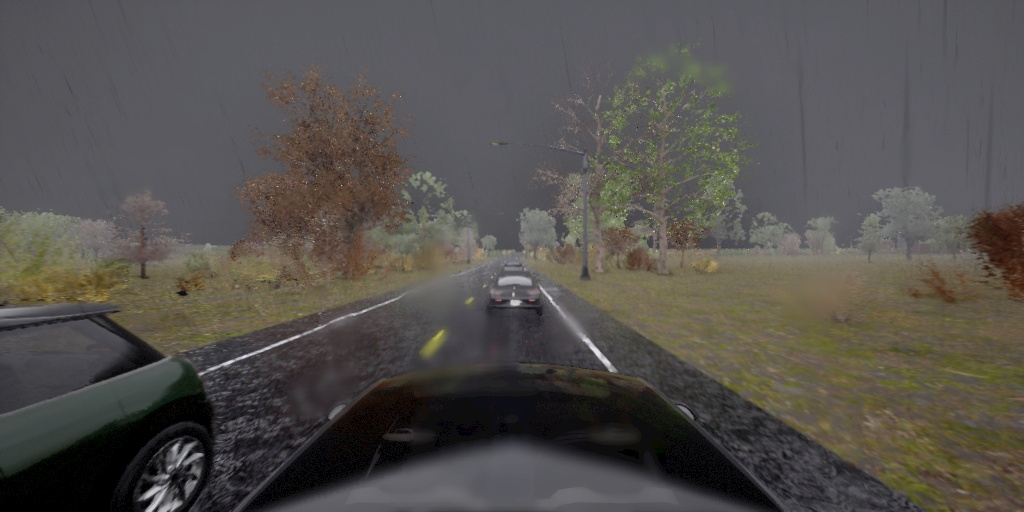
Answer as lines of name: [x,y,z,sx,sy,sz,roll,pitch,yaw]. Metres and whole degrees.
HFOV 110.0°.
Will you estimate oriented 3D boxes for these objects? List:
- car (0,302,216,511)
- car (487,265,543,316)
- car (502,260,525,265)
car: [-3.501,1.104,1.007,2.097,1.767,4.553,0,0,0]
car: [0.100,1.233,13.119,1.812,1.442,4.674,0,0,0]
car: [0.103,1.122,31.675,2.128,1.511,4.902,0,0,0]
